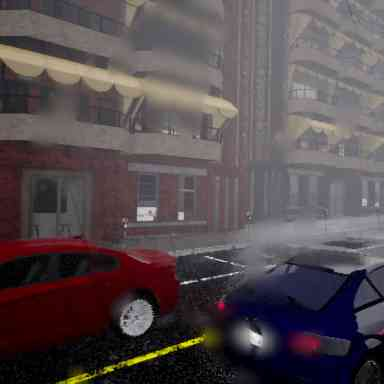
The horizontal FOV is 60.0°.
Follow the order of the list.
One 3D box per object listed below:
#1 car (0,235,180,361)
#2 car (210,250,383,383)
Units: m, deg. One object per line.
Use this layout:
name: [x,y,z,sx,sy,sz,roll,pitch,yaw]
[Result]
car: [-2.541,1.478,4.970,5.008,1.535,1.882,0,0,-36]
car: [2.303,1.566,4.799,4.181,1.385,1.994,0,0,-36]
